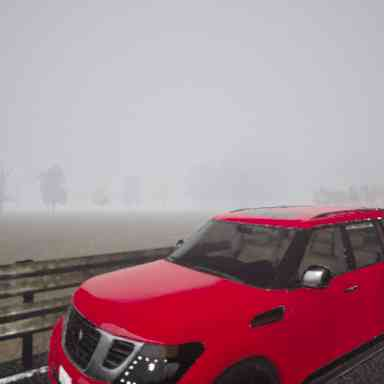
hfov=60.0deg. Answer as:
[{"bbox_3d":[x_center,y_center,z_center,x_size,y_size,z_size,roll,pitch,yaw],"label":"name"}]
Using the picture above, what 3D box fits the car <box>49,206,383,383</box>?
[{"bbox_3d":[1.157,1.245,4.446,5.566,2.045,2.150,0,0,-37],"label":"car"}]
